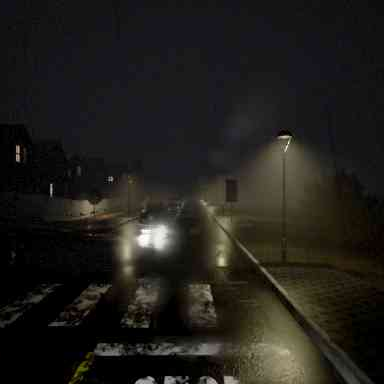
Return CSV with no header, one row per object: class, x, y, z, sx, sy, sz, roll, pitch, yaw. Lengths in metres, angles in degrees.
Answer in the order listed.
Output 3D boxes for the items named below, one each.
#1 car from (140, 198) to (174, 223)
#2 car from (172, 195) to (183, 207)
car,-2.789,1.511,25.392,2.128,1.511,4.902,0,0,0
car,-2.822,1.613,52.502,1.812,1.442,4.674,0,1,0
